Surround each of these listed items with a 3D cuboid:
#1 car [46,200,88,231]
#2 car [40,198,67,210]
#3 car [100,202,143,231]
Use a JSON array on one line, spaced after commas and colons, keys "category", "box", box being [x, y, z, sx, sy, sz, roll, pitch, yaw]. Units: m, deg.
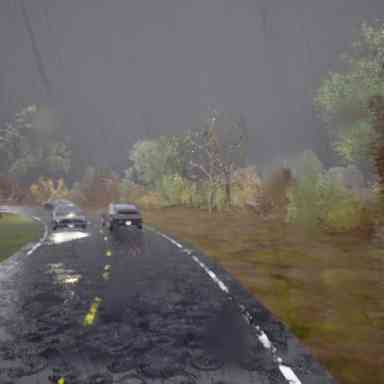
[{"category": "car", "box": [-7.585, 1.429, 20.263, 2.033, 1.411, 5.357, 0, 0, -25]}, {"category": "car", "box": [-14.746, 1.335, 36.272, 2.033, 1.411, 5.357, -1, 1, -43]}, {"category": "car", "box": [-4.254, 1.372, 19.816, 1.837, 1.490, 4.892, 0, 0, -22]}]
